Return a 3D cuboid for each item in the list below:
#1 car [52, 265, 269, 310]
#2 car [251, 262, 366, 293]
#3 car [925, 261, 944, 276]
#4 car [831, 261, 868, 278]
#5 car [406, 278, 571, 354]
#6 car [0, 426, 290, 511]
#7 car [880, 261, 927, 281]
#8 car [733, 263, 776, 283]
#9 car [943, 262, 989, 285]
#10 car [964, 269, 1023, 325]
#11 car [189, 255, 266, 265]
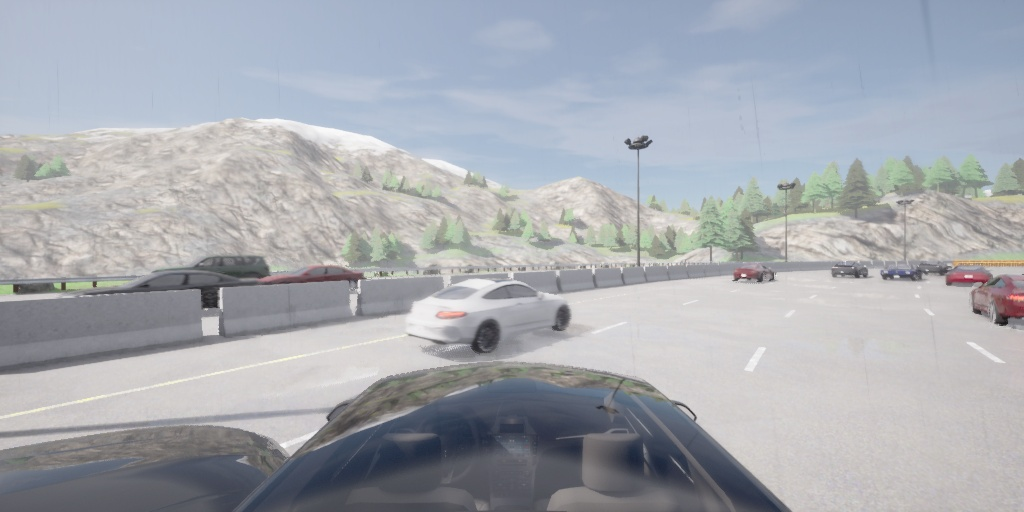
[{"bbox_3d":[-11.477,1.227,12.048,1.882,1.535,5.008,0,0,39],"label":"car"},{"bbox_3d":[-10.382,1.227,18.896,1.882,1.535,5.008,0,0,41],"label":"car"},{"bbox_3d":[43.314,1.242,36.808,4.902,1.511,2.128,0,0,-31],"label":"car"},{"bbox_3d":[31.376,1.242,33.286,4.902,1.511,2.128,0,0,-35],"label":"car"},{"bbox_3d":[-0.342,1.276,8.831,1.812,1.442,4.674,0,0,40],"label":"car"},{"bbox_3d":[-2.981,1.255,0.477,4.892,1.490,1.837,0,0,-45],"label":"car"},{"bbox_3d":[32.309,1.351,29.677,4.718,1.301,1.895,0,0,-35],"label":"car"},{"bbox_3d":[19.058,1.275,28.213,4.674,1.442,1.812,0,0,-40],"label":"car"},{"bbox_3d":[31.764,1.314,24.899,4.181,1.385,1.994,0,0,-38],"label":"car"},{"bbox_3d":[15.566,1.275,10.754,1.812,1.442,4.674,0,0,44],"label":"car"},{"bbox_3d":[-17.572,0.971,21.234,2.150,2.045,5.566,0,0,39],"label":"car"}]
